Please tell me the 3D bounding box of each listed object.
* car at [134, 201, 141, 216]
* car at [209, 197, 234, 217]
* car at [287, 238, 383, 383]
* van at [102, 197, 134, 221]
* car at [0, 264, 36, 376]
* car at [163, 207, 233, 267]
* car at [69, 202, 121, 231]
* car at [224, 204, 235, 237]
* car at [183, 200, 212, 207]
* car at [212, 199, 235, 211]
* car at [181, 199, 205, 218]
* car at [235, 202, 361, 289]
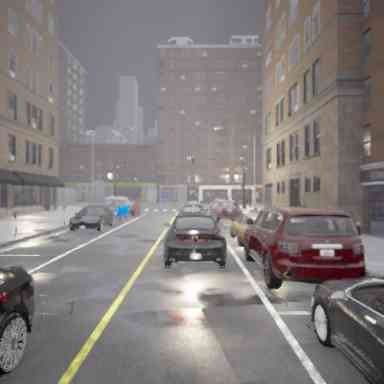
[{"bbox_3d":[-5.857,1.454,30.904,1.887,1.381,4.507,1,0,0],"label":"car"},{"bbox_3d":[2.669,1.350,30.904,1.967,1.590,4.097,1,0,0],"label":"car"},{"bbox_3d":[2.674,1.537,3.492,2.008,1.369,4.403,1,0,0],"label":"car"},{"bbox_3d":[-5.854,1.265,25.421,1.690,1.788,3.998,1,0,0],"label":"van"},{"bbox_3d":[-3.102,1.481,2.725,2.128,1.511,4.902,0,0,0],"label":"car"},{"bbox_3d":[0.072,1.466,11.291,1.837,1.490,4.892,0,0,-1],"label":"car"},{"bbox_3d":[-5.855,1.503,19.939,1.947,1.339,4.313,1,0,0],"label":"car"},{"bbox_3d":[2.672,1.477,14.626,1.752,1.417,4.829,1,0,0],"label":"car"},{"bbox_3d":[0.094,1.462,20.731,1.812,1.442,4.674,0,0,0],"label":"car"},{"bbox_3d":[2.670,1.364,25.421,1.967,1.590,4.097,1,0,0],"label":"car"},{"bbox_3d":[0.073,1.458,30.702,2.033,1.411,5.357,0,0,0],"label":"car"},{"bbox_3d":[2.675,1.283,8.973,2.192,1.841,5.009,1,0,0],"label":"car"}]
